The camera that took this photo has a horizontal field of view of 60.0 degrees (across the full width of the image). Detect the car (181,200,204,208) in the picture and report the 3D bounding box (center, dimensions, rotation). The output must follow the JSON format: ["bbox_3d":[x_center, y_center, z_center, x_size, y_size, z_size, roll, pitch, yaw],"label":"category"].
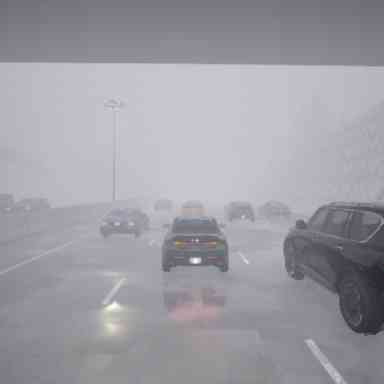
[{"bbox_3d":[0.066,1.407,29.338,1.882,1.535,5.008,0,0,0],"label":"car"}]

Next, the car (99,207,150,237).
[{"bbox_3d":[-3.424,1.507,17.766,2.033,1.411,5.357,0,0,0],"label":"car"}]

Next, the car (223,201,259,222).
[{"bbox_3d":[3.571,1.442,25.513,1.837,1.490,4.892,0,0,0],"label":"car"}]

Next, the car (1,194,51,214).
[{"bbox_3d":[-14.035,1.288,28.848,2.097,1.767,4.553,0,0,0],"label":"car"}]

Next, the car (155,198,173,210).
[{"bbox_3d":[-3.448,1.467,41.010,1.994,1.385,4.181,0,0,0],"label":"car"}]

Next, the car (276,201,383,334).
[{"bbox_3d":[3.593,1.203,6.836,2.150,2.045,5.566,0,0,0],"label":"car"}]

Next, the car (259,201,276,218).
[{"bbox_3d":[7.066,1.474,28.823,2.033,1.411,5.357,0,0,0],"label":"car"}]

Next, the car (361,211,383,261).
[{"bbox_3d":[7.091,1.451,9.558,1.882,1.535,5.008,0,0,0],"label":"car"}]

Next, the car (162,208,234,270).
[{"bbox_3d":[0.089,1.479,10.847,1.837,1.490,4.892,0,0,0],"label":"car"}]

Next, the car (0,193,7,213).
[{"bbox_3d":[-17.534,1.151,28.845,2.150,2.045,5.566,0,0,0],"label":"car"}]
